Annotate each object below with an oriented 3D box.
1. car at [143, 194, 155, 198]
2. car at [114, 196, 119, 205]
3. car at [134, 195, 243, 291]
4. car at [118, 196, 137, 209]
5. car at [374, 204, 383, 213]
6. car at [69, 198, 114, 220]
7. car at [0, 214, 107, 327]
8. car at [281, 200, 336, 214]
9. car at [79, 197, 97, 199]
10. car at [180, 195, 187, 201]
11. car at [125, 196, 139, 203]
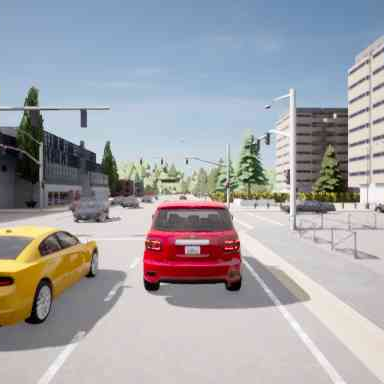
[{"bbox_3d":[-8.759,1.492,64.692,1.837,1.490,4.892,0,0,-1],"label":"car"},{"bbox_3d":[-12.040,1.495,54.953,1.837,1.490,4.892,0,0,-1],"label":"car"},{"bbox_3d":[0.016,1.220,9.135,2.150,2.045,5.566,0,0,0],"label":"car"},{"bbox_3d":[-8.267,1.495,45.068,1.837,1.490,4.892,0,0,-2],"label":"car"},{"bbox_3d":[22.166,1.540,34.908,5.357,1.411,2.033,0,0,-2],"label":"car"},{"bbox_3d":[-7.579,1.499,25.460,1.837,1.490,4.892,0,0,-2],"label":"car"},{"bbox_3d":[-3.478,1.476,7.147,1.882,1.535,5.008,0,0,0],"label":"car"},{"bbox_3d":[12.083,1.540,34.603,5.357,1.411,2.033,0,0,-2],"label":"car"},{"bbox_3d":[-12.174,1.343,38.105,2.097,1.767,4.553,0,0,8],"label":"car"},{"bbox_3d":[-2.338,1.506,87.216,1.812,1.442,4.674,0,0,-2],"label":"car"},{"bbox_3d":[-12.320,1.511,68.229,2.128,1.511,4.902,0,0,-2],"label":"car"}]
